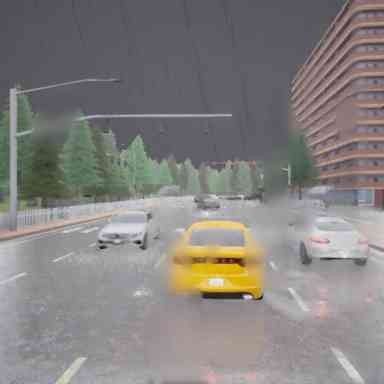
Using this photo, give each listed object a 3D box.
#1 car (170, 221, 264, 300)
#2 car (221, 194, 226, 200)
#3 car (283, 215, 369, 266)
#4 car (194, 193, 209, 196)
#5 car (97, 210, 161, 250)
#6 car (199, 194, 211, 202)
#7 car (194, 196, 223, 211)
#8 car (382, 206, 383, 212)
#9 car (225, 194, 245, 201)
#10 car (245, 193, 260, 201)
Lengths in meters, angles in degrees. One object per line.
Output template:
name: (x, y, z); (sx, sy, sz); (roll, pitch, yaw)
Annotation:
car: (0.657, 1.478, 8.488); (1.882, 1.535, 5.008); (0, 0, 5)
car: (8.800, 1.344, 89.846); (2.097, 1.767, 4.553); (0, 0, 31)
car: (4.436, 1.526, 11.521); (1.812, 1.442, 4.674); (0, 0, 5)
car: (1.692, 1.223, 65.013); (2.150, 2.045, 5.566); (0, 0, 5)
car: (-2.527, 1.526, 14.416); (1.812, 1.442, 4.674); (0, 0, 5)
car: (3.050, 1.355, 76.080); (2.097, 1.767, 4.553); (0, 0, 10)
car: (1.908, 1.542, 41.695); (1.812, 1.442, 4.674); (0, 0, -16)
car: (22.452, 1.560, 34.514); (4.892, 1.490, 1.837); (0, 0, 5)
car: (11.387, 1.595, 87.377); (1.895, 1.301, 4.718); (0, 0, 34)
car: (15.187, 1.500, 86.827); (1.837, 1.490, 4.892); (0, 0, 34)
